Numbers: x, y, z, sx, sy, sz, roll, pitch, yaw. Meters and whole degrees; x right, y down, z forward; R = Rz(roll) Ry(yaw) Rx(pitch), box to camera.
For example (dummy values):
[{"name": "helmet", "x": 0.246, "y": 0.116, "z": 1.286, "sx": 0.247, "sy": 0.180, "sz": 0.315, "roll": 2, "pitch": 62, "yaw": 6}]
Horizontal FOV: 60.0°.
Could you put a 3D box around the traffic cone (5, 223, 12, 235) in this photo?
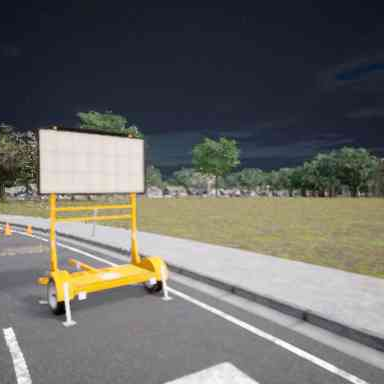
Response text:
[{"name": "traffic cone", "x": -9.845, "y": 1.971, "z": 17.844, "sx": 0.340, "sy": 0.580, "sz": 0.340, "roll": -1, "pitch": 0, "yaw": -39}]

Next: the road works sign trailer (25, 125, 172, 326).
[{"name": "road works sign trailer", "x": -2.186, "y": 0.451, "z": 7.335, "sx": 2.380, "sy": 3.560, "sz": 2.880, "roll": -1, "pitch": 0, "yaw": -39}]
